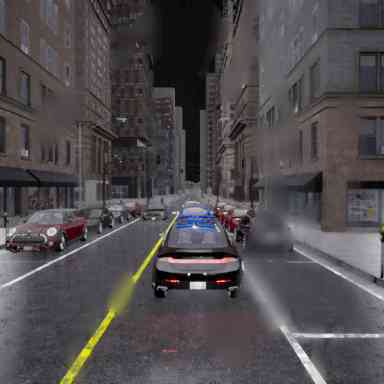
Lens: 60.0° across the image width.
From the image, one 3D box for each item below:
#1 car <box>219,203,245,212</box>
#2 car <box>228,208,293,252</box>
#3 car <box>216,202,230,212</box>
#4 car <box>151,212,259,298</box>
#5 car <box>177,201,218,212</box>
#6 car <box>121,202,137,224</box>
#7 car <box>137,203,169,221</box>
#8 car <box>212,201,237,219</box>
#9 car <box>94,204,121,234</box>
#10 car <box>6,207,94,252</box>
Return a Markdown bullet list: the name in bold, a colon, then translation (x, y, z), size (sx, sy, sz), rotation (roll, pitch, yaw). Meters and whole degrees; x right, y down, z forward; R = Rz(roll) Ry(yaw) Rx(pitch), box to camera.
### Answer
- **car**: translation (2.818, 1.543, 19.056), size (1.887, 1.381, 4.507), rotation (-1, 0, 0)
- **car**: translation (2.799, 1.564, 13.552), size (1.947, 1.339, 4.313), rotation (-1, 0, 0)
- **car**: translation (2.838, 1.544, 24.562), size (1.887, 1.381, 4.507), rotation (-1, 0, 0)
- **car**: translation (0.128, 1.490, 8.486), size (2.128, 1.511, 4.902), rotation (0, 0, 0)
- **car**: translation (0.163, 1.476, 17.991), size (1.882, 1.535, 5.008), rotation (0, 0, 0)
- **car**: translation (-5.687, 1.550, 24.592), size (2.008, 1.369, 4.403), rotation (-1, 0, 0)
- **car**: translation (-2.903, 1.615, 27.711), size (2.033, 1.411, 5.357), rotation (0, 0, 0)
- **car**: translation (2.857, 1.545, 30.067), size (1.887, 1.381, 4.507), rotation (-1, 0, 0)
- **car**: translation (-5.707, 1.565, 19.087), size (1.947, 1.339, 4.313), rotation (-1, 0, 0)
- **car**: translation (-5.728, 1.439, 13.582), size (1.967, 1.590, 4.097), rotation (-1, 0, 0)
